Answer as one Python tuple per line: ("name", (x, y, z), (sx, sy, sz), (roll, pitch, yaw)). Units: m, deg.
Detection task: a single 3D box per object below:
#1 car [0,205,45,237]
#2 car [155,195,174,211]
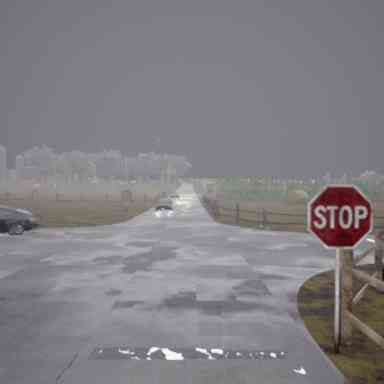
("car", (-9.708, 1.369, 16.160), (4.674, 1.442, 1.812), (1, 3, -13))
("car", (-3.048, 1.375, 37.625), (2.033, 1.411, 5.357), (0, 1, 0))
